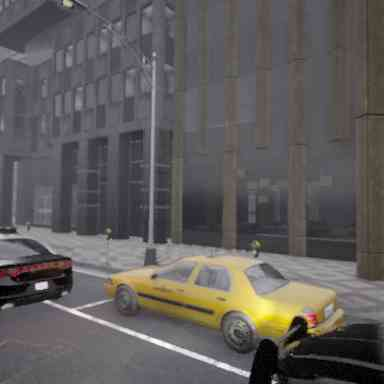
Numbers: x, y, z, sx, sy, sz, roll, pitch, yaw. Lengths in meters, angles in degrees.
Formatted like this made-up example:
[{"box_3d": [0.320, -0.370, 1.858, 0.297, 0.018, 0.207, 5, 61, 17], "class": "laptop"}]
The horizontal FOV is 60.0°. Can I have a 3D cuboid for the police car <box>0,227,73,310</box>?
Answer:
[{"box_3d": [-5.017, 1.690, 8.181, 5.238, 1.638, 1.930, -1, -3, 38], "class": "police car"}]

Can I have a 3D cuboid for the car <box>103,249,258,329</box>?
[{"box_3d": [0.240, 1.792, 6.464, 4.829, 1.417, 1.752, -1, -3, 38], "class": "car"}]

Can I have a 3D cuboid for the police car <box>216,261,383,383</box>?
[{"box_3d": [2.888, 1.554, 2.057, 5.238, 1.638, 1.930, -1, -3, 38], "class": "police car"}]
